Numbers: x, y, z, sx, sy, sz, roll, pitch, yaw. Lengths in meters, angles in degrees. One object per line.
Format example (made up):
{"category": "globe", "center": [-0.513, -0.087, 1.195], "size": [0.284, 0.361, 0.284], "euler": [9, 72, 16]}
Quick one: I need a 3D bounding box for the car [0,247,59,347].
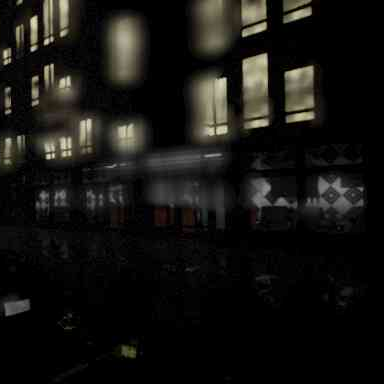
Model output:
{"category": "car", "center": [-4.059, 1.627, 5.744], "size": [4.313, 1.339, 1.947], "euler": [-1, -1, 36]}
